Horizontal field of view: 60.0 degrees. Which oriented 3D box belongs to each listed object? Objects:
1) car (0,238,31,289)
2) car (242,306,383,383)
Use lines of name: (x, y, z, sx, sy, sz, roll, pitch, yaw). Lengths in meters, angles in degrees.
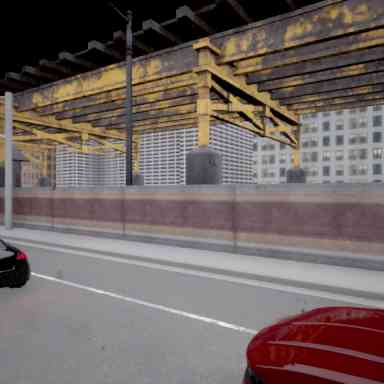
car: (-5.765, 1.564, 8.027, 4.181, 1.385, 1.994, 0, 0, 36)
car: (2.729, 1.478, 2.050, 5.008, 1.535, 1.882, 0, 0, 35)
